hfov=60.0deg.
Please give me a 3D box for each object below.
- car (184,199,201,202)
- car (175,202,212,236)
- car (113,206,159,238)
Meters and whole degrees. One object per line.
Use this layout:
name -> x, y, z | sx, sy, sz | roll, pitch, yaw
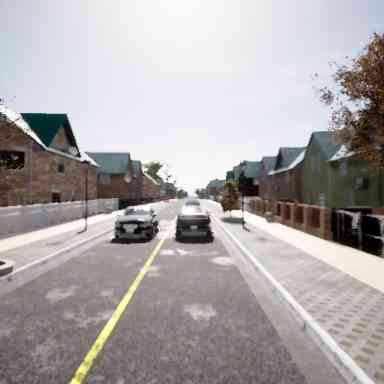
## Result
car -> 0.077, 1.575, 41.700 | 1.882, 1.535, 5.008 | 0, 0, 0
car -> 0.088, 1.518, 18.690 | 2.128, 1.511, 4.902 | 0, 0, 0
car -> -2.843, 1.516, 17.776 | 2.128, 1.511, 4.902 | 0, 0, 0
